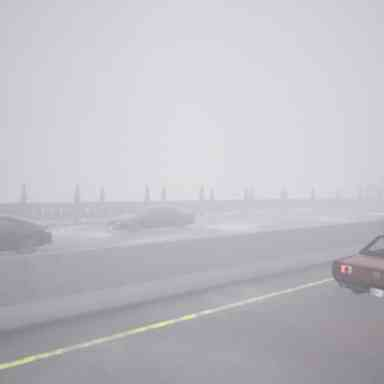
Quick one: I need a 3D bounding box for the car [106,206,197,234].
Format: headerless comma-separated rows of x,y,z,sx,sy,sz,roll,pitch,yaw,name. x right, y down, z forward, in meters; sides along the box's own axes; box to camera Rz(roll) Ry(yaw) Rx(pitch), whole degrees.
-2.248,1.549,19.584,5.357,1.411,2.033,0,0,-35,car

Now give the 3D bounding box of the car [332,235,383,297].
5.312,1.602,7.535,4.718,1.301,1.895,0,0,-35,car

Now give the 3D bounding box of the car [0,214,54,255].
-7.370,1.527,11.634,4.674,1.442,1.812,0,0,-35,car
